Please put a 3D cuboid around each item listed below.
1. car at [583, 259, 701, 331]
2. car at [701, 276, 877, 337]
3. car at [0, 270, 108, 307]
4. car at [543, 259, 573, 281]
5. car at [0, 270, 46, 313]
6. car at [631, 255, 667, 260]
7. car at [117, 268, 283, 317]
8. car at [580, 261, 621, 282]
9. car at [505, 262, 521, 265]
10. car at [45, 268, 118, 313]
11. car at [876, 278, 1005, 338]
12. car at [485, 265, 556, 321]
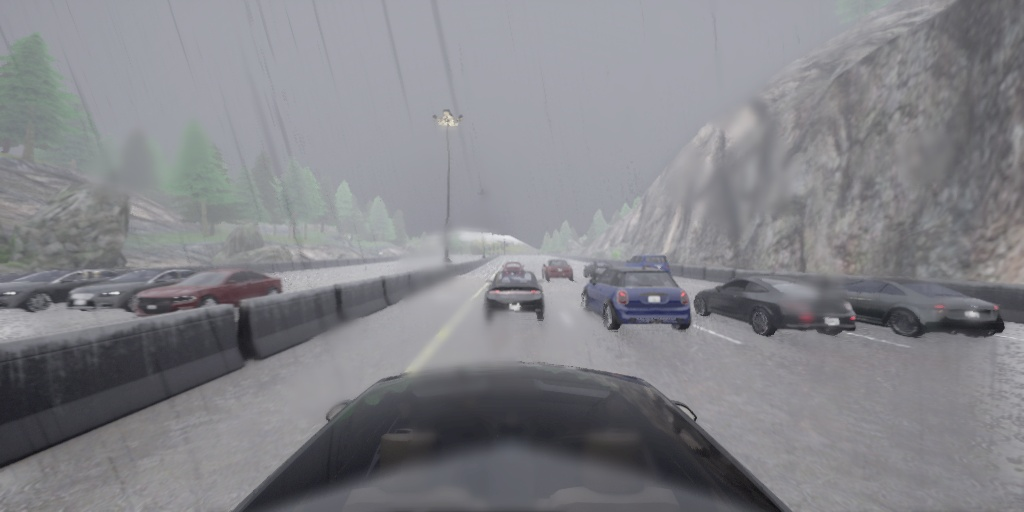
[{"bbox_3d":[3.599,1.110,11.194,2.097,1.767,4.553,0,0,0],"label":"car"},{"bbox_3d":[7.099,1.285,10.253,1.812,1.442,4.674,0,0,0],"label":"car"},{"bbox_3d":[-21.082,1.352,15.522,1.895,1.301,4.718,0,0,0],"label":"car"},{"bbox_3d":[3.599,1.038,28.999,2.097,1.767,4.553,0,0,0],"label":"car"},{"bbox_3d":[-17.586,1.246,14.148,2.128,1.511,4.902,0,0,0],"label":"car"},{"bbox_3d":[10.599,0.911,28.647,2.150,2.045,5.566,0,0,0],"label":"car"},{"bbox_3d":[-10.589,1.233,13.042,1.882,1.535,5.008,0,0,0],"label":"car"},{"bbox_3d":[7.099,1.176,29.293,2.128,1.511,4.902,0,0,0],"label":"car"},{"bbox_3d":[0.099,1.202,30.475,1.812,1.442,4.674,0,0,0],"label":"car"},{"bbox_3d":[-14.086,1.246,14.156,2.128,1.511,4.902,0,0,0],"label":"car"},{"bbox_3d":[10.599,1.324,10.253,1.994,1.385,4.181,0,0,0],"label":"car"},{"bbox_3d":[0.099,1.248,12.534,2.128,1.511,4.902,0,0,0],"label":"car"}]
